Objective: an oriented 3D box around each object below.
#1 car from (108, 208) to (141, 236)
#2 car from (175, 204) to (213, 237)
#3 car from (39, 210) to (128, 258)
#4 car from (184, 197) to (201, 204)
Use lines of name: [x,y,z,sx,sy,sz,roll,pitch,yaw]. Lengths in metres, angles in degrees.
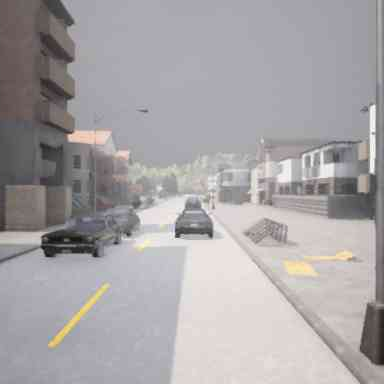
car: [-4.052,1.572,18.297,1.994,1.385,4.181,0,0,1]
car: [0.107,1.572,18.104,1.994,1.385,4.181,0,0,0]
car: [-4.002,1.606,12.871,1.895,1.301,4.718,0,0,0]
car: [0.118,1.371,42.416,2.097,1.767,4.553,0,0,0]
